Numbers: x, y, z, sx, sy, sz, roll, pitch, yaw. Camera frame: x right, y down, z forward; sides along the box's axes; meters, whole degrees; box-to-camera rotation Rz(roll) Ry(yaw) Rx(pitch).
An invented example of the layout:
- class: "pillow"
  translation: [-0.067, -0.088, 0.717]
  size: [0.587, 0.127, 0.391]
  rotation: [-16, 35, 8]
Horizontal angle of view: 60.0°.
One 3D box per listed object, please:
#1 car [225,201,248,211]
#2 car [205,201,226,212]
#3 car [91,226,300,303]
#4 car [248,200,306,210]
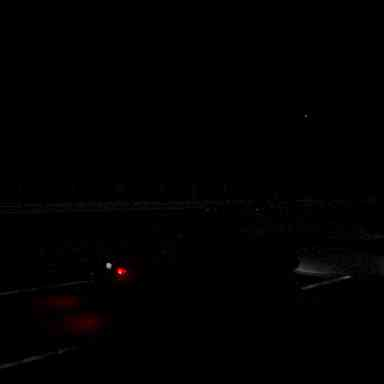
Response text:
- class: "car"
  translation: [5.738, 1.594, 29.295]
  size: [4.902, 1.511, 2.128]
  rotation: [0, 0, -34]
- class: "car"
  translation: [3.460, 1.592, 31.977]
  size: [4.902, 1.511, 2.128]
  rotation: [0, 0, -34]
- class: "car"
  translation: [0.334, 1.578, 8.274]
  size: [5.357, 1.411, 2.033]
  rotation: [0, 0, -35]
- class: "car"
  translation: [6.918, 1.450, 25.858]
  size: [4.553, 1.767, 2.097]
  rotation: [0, 0, -34]
